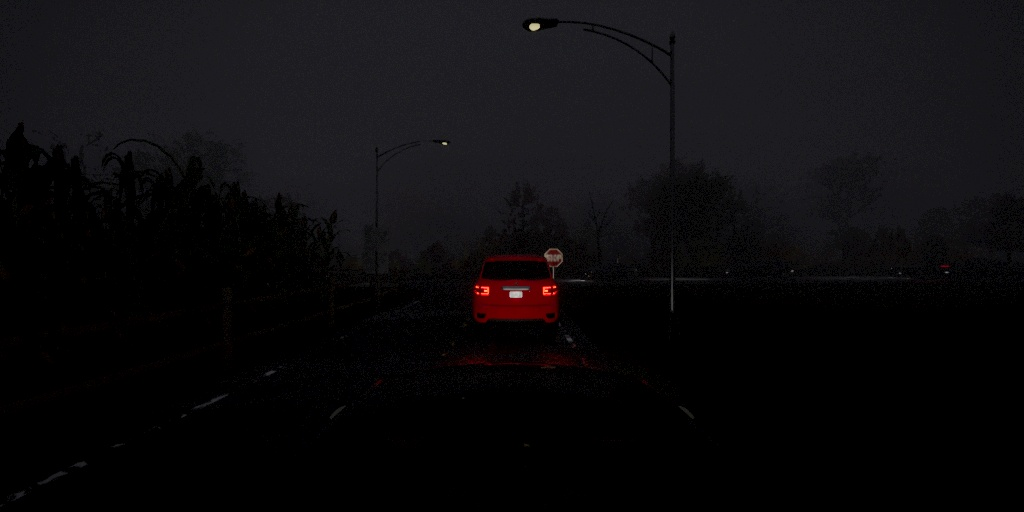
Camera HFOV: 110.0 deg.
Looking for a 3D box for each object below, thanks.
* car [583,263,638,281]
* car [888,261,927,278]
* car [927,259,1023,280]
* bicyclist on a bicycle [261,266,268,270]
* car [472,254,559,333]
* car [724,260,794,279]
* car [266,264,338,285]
[{"bbox_3d":[7.838,1.228,28.720,4.181,1.385,1.994,0,0,-6],"label":"car"},{"bbox_3d":[33.405,1.046,28.799,4.718,1.301,1.895,0,0,1],"label":"car"},{"bbox_3d":[33.805,0.948,25.850,4.902,1.511,2.128,-1,0,1],"label":"car"},{"bbox_3d":[-22.471,1.345,32.472,0.582,1.620,1.656,0,0,1],"label":"bicyclist on a bicycle"},{"bbox_3d":[0.095,0.970,10.833,2.150,2.045,5.566,0,0,0],"label":"car"},{"bbox_3d":[19.856,1.055,28.962,4.902,1.511,2.128,0,0,1],"label":"car"},{"bbox_3d":[-15.456,1.339,26.419,5.008,1.535,1.882,0,0,1],"label":"car"}]
